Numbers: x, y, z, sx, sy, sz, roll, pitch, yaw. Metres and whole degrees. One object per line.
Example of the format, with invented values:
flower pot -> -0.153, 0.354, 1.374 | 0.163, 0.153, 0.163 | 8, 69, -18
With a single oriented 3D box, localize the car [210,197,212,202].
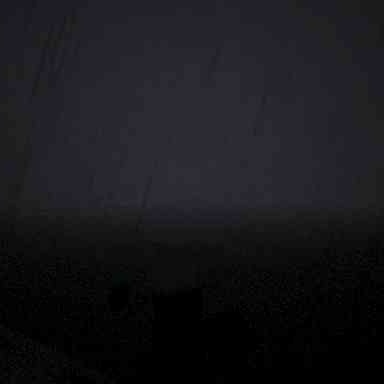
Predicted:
car -> 3.981, 1.560, 66.053 | 1.895, 1.301, 4.718 | 0, 0, 35

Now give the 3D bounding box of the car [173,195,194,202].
car -> -1.776, 1.337, 70.034 | 1.882, 1.535, 5.008 | 0, 0, 35

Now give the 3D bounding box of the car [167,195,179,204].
car -> -1.725, 1.523, 57.779 | 1.994, 1.385, 4.181 | 0, 0, 35

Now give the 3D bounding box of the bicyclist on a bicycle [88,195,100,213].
bicyclist on a bicycle -> -9.631, 1.125, 32.857 | 1.656, 1.620, 0.582 | 33, 17, 27

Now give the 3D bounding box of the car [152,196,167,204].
car -> -4.598, 1.519, 59.776 | 1.994, 1.385, 4.181 | 0, 0, 35

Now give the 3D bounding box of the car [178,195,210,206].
car -> 0.417, 1.441, 54.751 | 1.882, 1.535, 5.008 | 0, 0, 35

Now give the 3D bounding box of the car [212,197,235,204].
car -> 6.378, 1.564, 63.371 | 1.895, 1.301, 4.718 | 0, 0, 35

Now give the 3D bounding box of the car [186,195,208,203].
car -> 1.094, 1.432, 68.031 | 1.882, 1.535, 5.008 | 0, 0, 35

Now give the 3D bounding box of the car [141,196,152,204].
car -> -7.428, 1.514, 61.828 | 1.994, 1.385, 4.181 | 0, 0, 35
